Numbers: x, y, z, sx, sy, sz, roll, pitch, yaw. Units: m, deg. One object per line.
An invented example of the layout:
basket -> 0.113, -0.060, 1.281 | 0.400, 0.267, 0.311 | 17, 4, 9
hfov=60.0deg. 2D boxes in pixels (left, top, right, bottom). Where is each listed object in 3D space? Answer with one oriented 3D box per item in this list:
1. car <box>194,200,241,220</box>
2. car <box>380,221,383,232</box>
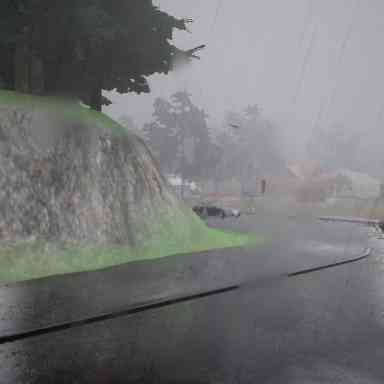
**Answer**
car -> 2.087, 1.490, 28.505 | 2.128, 1.511, 4.902 | 0, 0, -36
car -> 10.187, 1.601, 13.945 | 1.895, 1.301, 4.718 | 0, 0, -4
